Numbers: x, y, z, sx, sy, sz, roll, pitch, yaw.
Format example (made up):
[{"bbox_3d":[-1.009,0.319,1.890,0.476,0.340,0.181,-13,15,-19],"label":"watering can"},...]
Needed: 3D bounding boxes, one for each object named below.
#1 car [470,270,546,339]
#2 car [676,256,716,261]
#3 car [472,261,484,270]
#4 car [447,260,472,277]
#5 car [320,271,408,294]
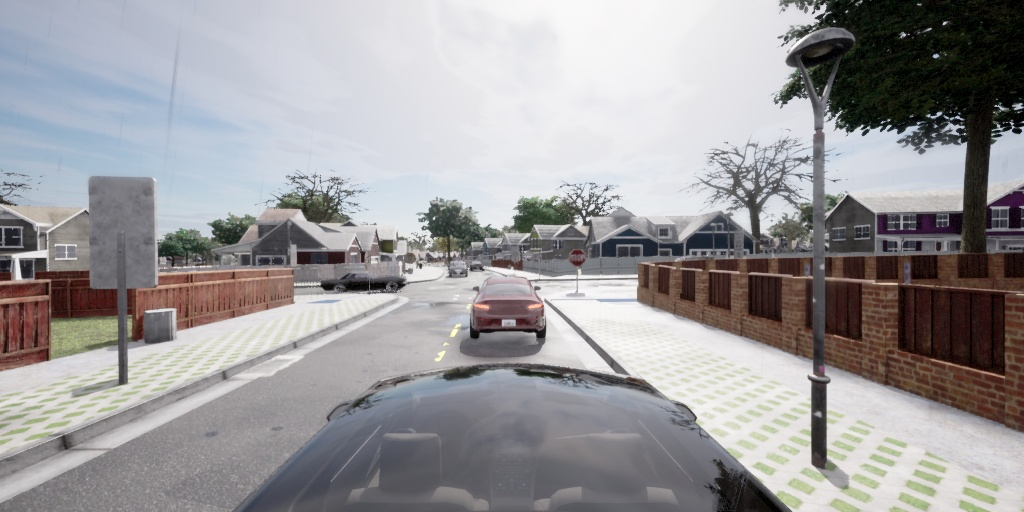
[{"bbox_3d":[-0.136,1.280,10.022,1.812,1.442,4.674,0,0,-2],"label":"car"},{"bbox_3d":[11.902,0.814,24.527,4.553,1.767,2.097,-1,1,4],"label":"car"},{"bbox_3d":[-5.311,1.466,52.947,1.812,1.442,4.674,0,0,-11],"label":"car"},{"bbox_3d":[-5.532,1.351,37.066,2.128,1.511,4.902,0,0,-8],"label":"car"},{"bbox_3d":[-8.750,1.552,21.659,4.718,1.301,1.895,-1,1,-11],"label":"car"}]
